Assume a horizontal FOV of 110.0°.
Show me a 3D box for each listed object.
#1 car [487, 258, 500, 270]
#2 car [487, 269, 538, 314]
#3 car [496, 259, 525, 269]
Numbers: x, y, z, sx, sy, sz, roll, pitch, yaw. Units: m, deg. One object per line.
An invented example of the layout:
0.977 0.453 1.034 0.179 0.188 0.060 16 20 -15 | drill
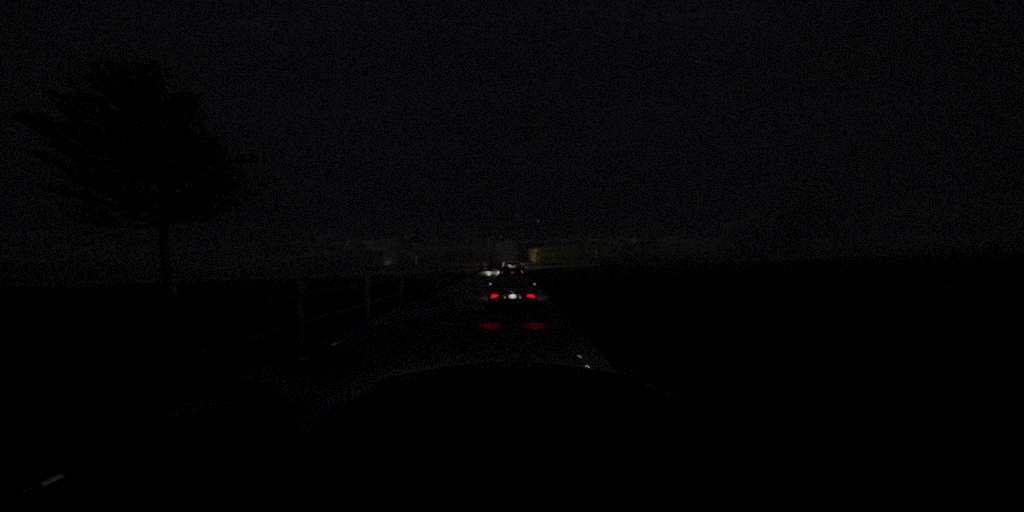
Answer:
-2.706 1.360 56.395 2.150 2.045 5.566 0 -1 0 | car
0.023 1.402 14.370 2.033 1.411 5.357 0 0 0 | car
0.046 1.324 30.262 2.097 1.767 4.553 0 -1 0 | car
